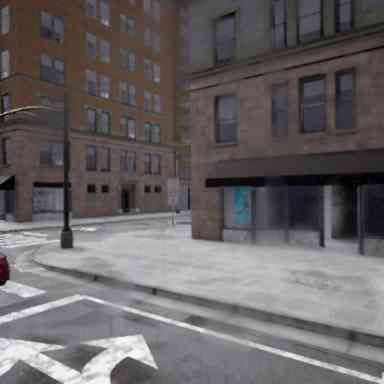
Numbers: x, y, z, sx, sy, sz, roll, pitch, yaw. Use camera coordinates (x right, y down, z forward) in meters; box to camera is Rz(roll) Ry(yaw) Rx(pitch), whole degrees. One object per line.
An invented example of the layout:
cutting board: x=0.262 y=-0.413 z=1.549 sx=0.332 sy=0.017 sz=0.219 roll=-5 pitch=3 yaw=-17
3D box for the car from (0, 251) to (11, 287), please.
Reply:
car: x=-6.325 y=1.614 z=8.192 sx=4.181 sy=1.385 sz=1.994 roll=0 pitch=0 yaw=36

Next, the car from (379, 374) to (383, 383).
car: x=3.270 y=1.343 z=1.355 sx=4.553 sy=1.767 sz=2.097 roll=0 pitch=0 yaw=36
